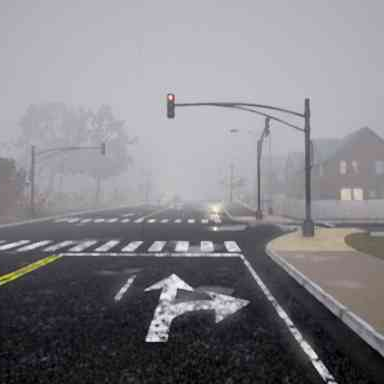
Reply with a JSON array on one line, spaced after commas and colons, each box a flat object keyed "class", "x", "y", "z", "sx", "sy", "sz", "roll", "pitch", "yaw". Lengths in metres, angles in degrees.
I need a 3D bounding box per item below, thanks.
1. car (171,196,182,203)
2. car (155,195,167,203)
[{"class": "car", "x": -3.089, "y": 1.492, "z": 68.136, "sx": 1.812, "sy": 1.442, "sz": 4.674, "roll": 0, "pitch": 0, "yaw": 5}, {"class": "car", "x": -6.323, "y": 1.454, "z": 68.454, "sx": 1.882, "sy": 1.535, "sz": 5.008, "roll": 0, "pitch": 0, "yaw": 5}]
